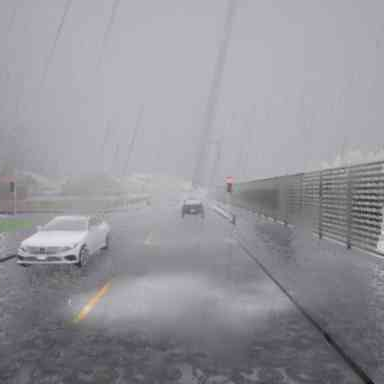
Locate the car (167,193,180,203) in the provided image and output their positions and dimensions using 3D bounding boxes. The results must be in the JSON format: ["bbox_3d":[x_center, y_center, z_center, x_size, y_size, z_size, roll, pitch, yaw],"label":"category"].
[{"bbox_3d":[-4.007,1.398,68.080,2.033,1.411,5.357,0,0,0],"label":"car"}]

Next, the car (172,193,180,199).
[{"bbox_3d":[-4.011,0.963,83.426,1.812,1.442,4.674,0,0,0],"label":"car"}]

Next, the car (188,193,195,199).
[{"bbox_3d":[-0.014,1.145,89.261,1.837,1.490,4.892,0,0,0],"label":"car"}]

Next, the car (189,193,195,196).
[{"bbox_3d":[-0.008,1.366,78.840,2.033,1.411,5.357,0,0,0],"label":"car"}]

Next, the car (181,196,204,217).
[{"bbox_3d":[0.073,1.414,30.133,1.882,1.535,5.008,0,0,0],"label":"car"}]

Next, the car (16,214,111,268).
[{"bbox_3d":[-4.074,1.501,11.365,1.812,1.442,4.674,0,0,0],"label":"car"}]
